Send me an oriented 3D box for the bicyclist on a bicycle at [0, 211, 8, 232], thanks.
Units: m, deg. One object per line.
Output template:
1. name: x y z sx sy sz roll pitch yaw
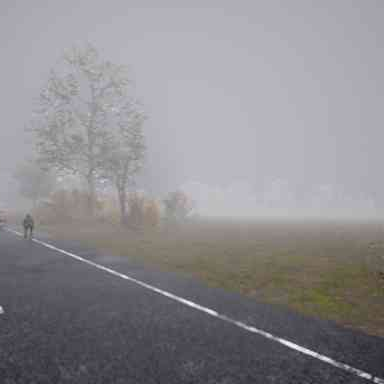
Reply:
1. bicyclist on a bicycle: -14.473 2.216 25.353 0.866 1.612 1.509 2 -3 -37

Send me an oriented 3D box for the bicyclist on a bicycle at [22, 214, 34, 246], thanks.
1. bicyclist on a bicycle: -8.686 2.009 17.657 0.582 1.620 1.656 2 -3 -37
